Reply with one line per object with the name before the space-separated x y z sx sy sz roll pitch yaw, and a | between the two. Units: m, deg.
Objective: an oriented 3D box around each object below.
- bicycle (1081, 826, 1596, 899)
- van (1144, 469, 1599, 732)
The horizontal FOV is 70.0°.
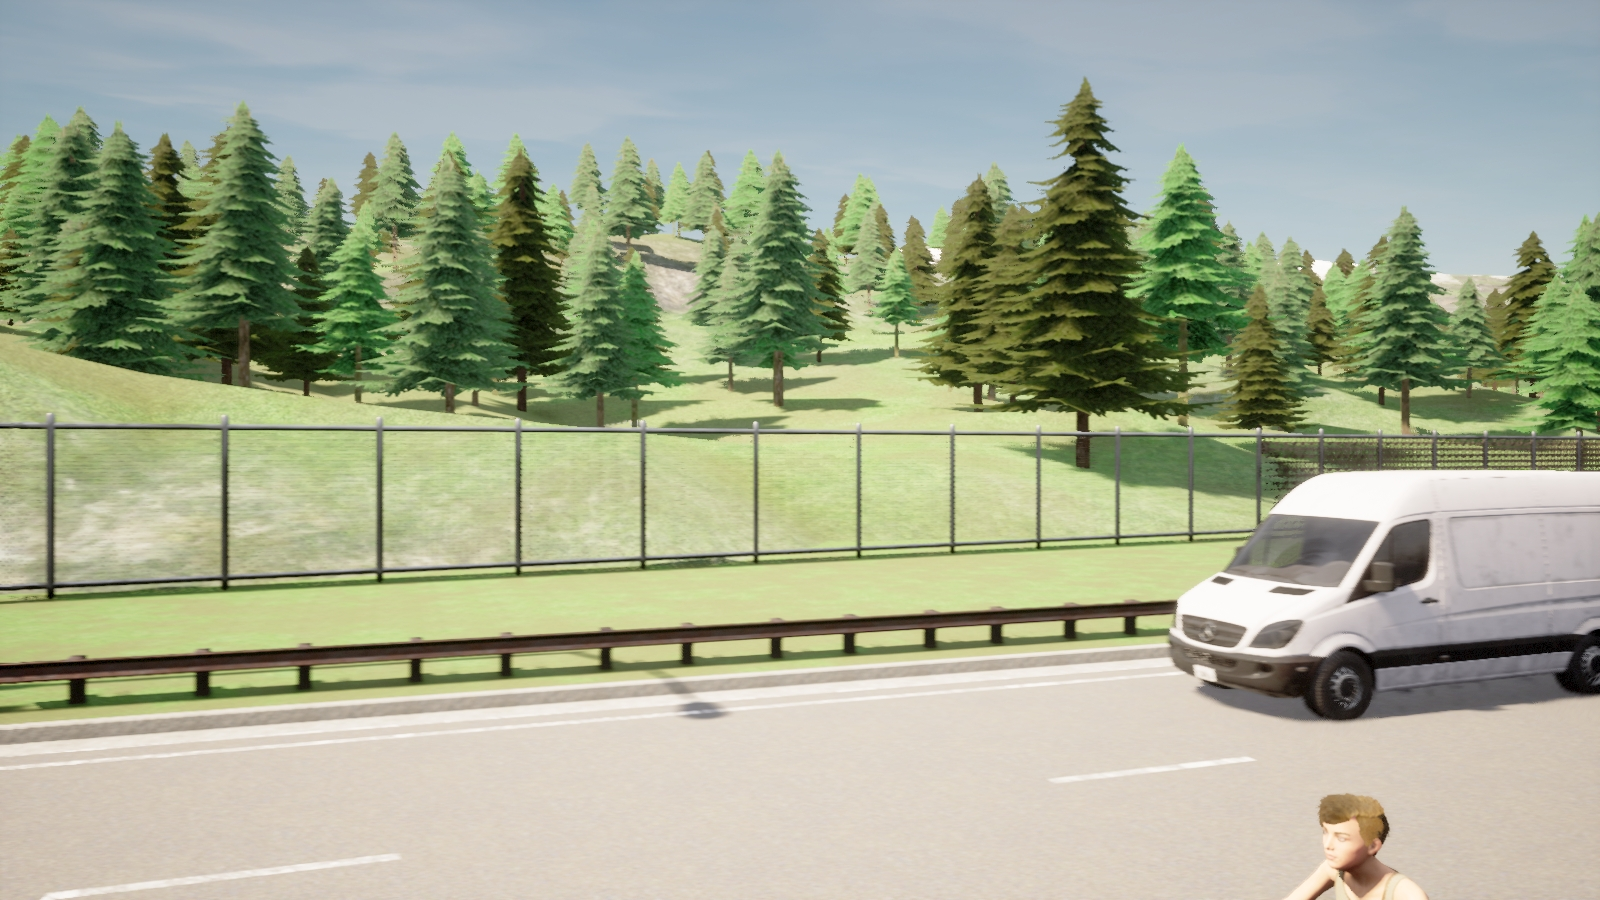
bicycle | 1.858 2.157 3.961 1.487 1.277 0.859 0 0 -20
van | 7.110 1.533 13.331 5.915 2.561 1.988 0 0 -20
